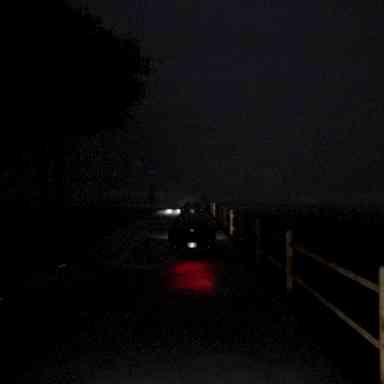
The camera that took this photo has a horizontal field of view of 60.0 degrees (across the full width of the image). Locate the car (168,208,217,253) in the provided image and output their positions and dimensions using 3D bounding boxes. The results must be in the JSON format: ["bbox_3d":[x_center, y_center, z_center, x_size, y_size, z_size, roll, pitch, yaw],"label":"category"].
[{"bbox_3d":[0.016,1.647,14.298,1.837,1.490,4.892,0,0,0],"label":"car"}]

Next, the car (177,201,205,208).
[{"bbox_3d":[0.025,1.620,29.057,2.097,1.767,4.553,0,-1,0],"label":"car"}]

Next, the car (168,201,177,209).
[{"bbox_3d":[-2.714,2.053,52.617,1.895,1.301,4.718,0,0,0],"label":"car"}]
